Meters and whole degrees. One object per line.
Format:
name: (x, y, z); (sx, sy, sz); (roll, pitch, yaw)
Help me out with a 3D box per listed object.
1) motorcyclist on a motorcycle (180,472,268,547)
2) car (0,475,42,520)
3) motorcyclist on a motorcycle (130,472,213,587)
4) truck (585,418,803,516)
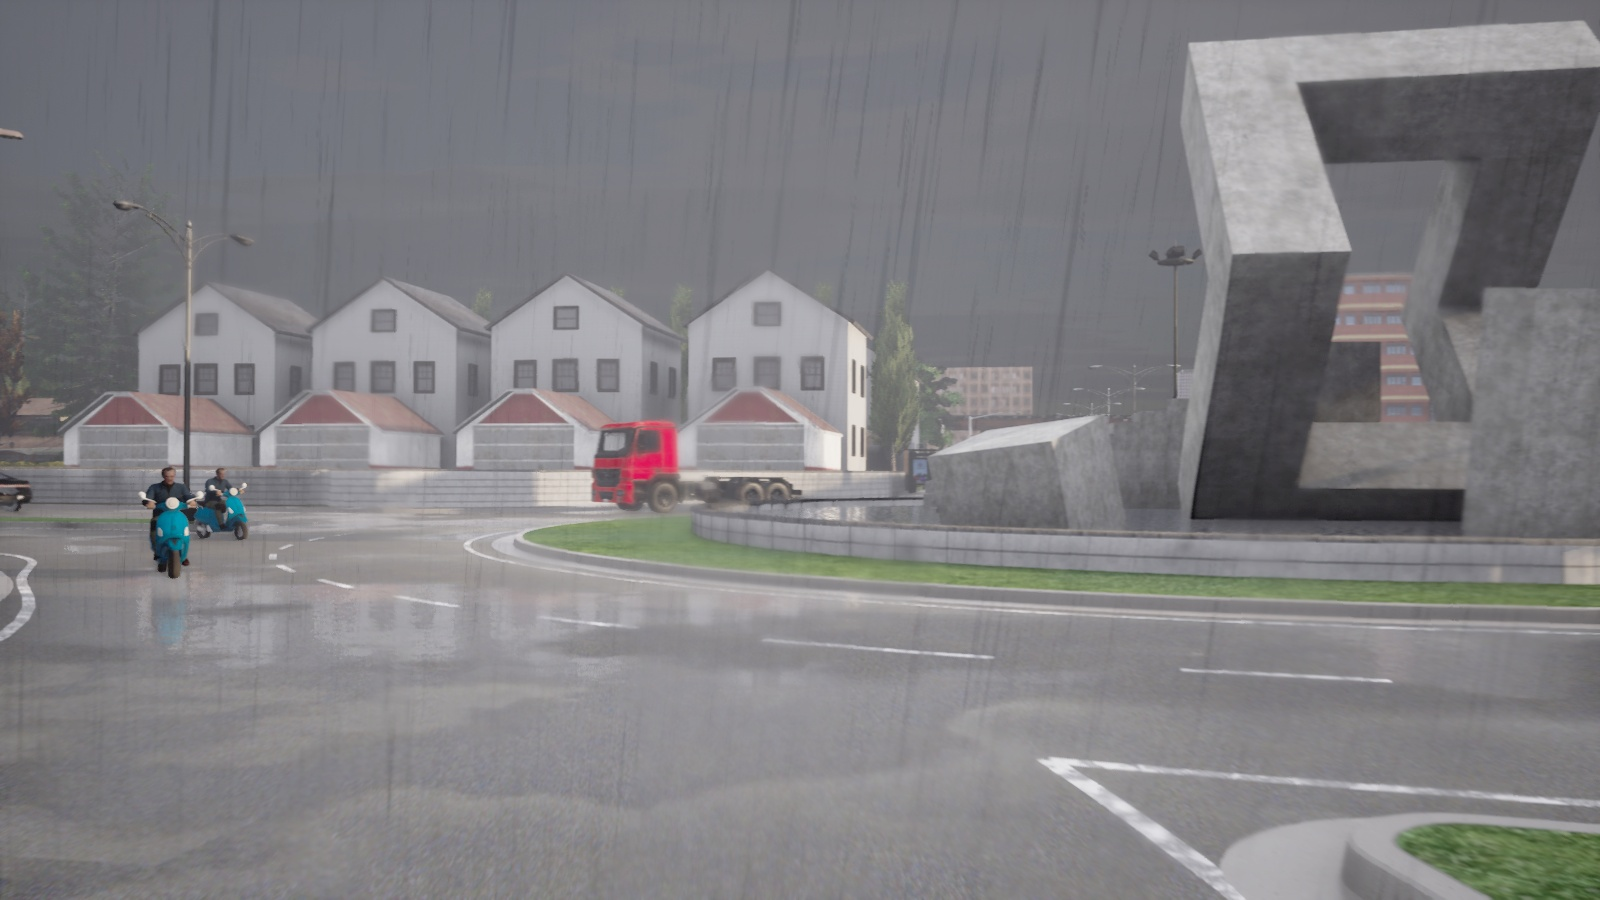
motorcyclist on a motorcycle: (-12.720, 1.292, 27.740); (1.817, 1.590, 0.866); (-1, 0, 31)
car: (-29.483, 1.644, 43.912); (4.902, 1.511, 2.128); (0, -1, 10)
motorcyclist on a motorcycle: (-9.201, 1.118, 18.346); (0.866, 1.590, 1.817); (0, -1, -33)
truck: (-3.966, 0.656, 48.053); (7.936, 3.462, 2.891); (0, -1, -36)
